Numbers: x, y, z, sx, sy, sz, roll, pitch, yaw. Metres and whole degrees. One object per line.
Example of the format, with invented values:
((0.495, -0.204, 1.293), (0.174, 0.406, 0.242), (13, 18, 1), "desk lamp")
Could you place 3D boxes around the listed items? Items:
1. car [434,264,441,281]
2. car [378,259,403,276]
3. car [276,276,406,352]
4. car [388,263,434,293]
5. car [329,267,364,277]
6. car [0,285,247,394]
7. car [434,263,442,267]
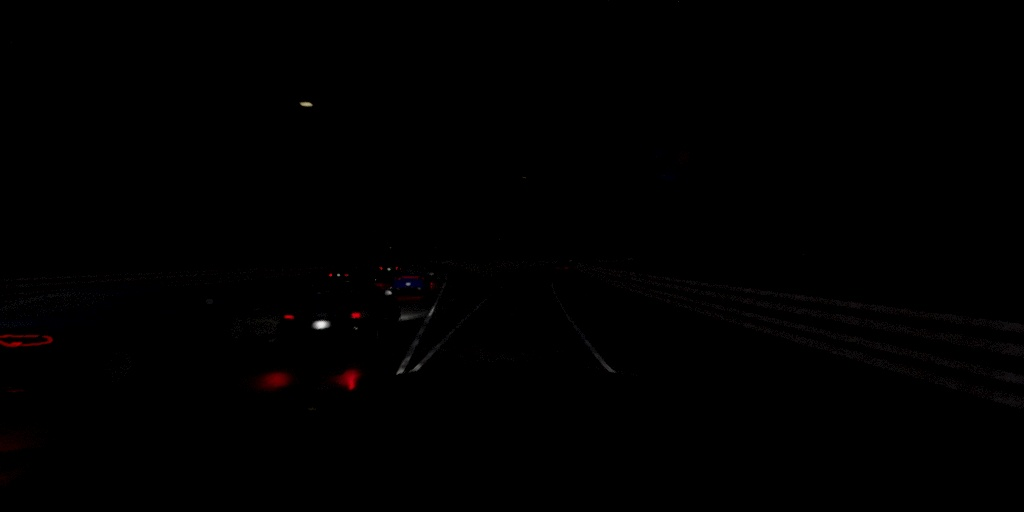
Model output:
((-8.050, 1.694, 34.103), (1.895, 1.301, 4.718), (0, -1, -10), "car")
((-11.675, 1.348, 35.332), (2.150, 2.045, 5.566), (0, -1, -10), "car")
((-4.164, 1.387, 9.266), (1.994, 1.385, 4.181), (0, -1, -8), "car")
((-6.148, 1.433, 22.412), (1.882, 1.535, 5.008), (0, -1, -9), "car")
((-14.551, 1.646, 31.638), (2.033, 1.411, 5.357), (0, -1, -10), "car")
((-7.240, 1.290, 6.825), (1.882, 1.535, 5.008), (0, -1, -8), "car")
((-11.632, 1.862, 53.610), (1.837, 1.490, 4.892), (0, -1, -11), "car")
